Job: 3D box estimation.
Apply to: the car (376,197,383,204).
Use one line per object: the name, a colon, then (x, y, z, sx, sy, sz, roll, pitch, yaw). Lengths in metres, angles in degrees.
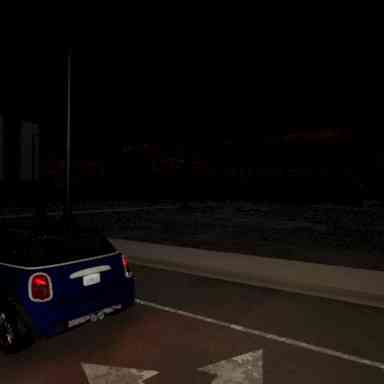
car: (39.699, 1.734, 68.068, 2.038, 1.542, 4.974, 1, 1, 6)

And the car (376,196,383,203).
car: (39.706, 1.576, 68.118, 1.853, 1.218, 4.536, 1, 1, 6)

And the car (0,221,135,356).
car: (-3.254, 1.350, 6.322, 4.553, 1.767, 2.097, 0, 0, 36)
